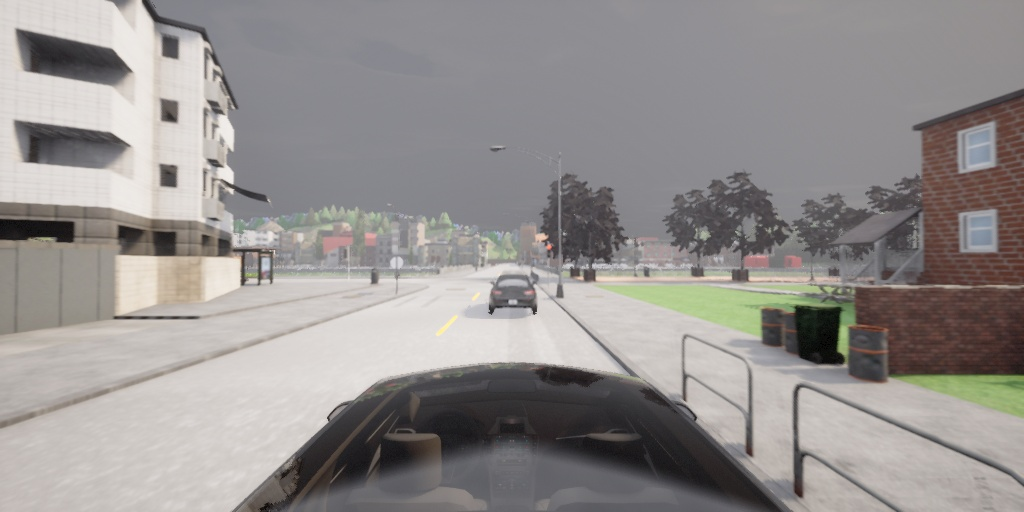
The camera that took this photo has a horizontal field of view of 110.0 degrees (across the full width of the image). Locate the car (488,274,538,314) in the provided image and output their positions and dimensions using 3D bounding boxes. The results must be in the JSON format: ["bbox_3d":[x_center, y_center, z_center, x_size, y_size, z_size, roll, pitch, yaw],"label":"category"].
[{"bbox_3d":[0.054,1.454,14.702,1.812,1.442,4.674,0,-1,0],"label":"car"}]
